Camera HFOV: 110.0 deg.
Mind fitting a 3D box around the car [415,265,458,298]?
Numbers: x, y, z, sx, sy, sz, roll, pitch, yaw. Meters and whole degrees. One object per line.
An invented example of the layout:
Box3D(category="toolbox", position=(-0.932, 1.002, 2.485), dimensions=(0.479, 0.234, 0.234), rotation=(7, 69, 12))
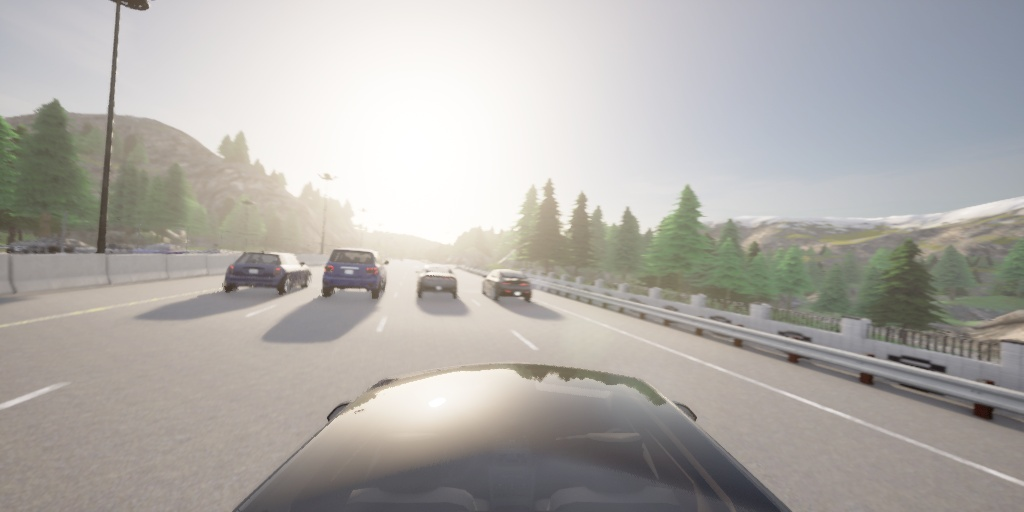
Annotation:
Box3D(category="car", position=(-3.821, 1.205, 18.068), dimensions=(2.128, 1.511, 4.902), rotation=(4, -1, -15))

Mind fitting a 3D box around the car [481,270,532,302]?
Box3D(category="car", position=(-0.361, 1.455, 18.644), dimensions=(1.837, 1.490, 4.892), rotation=(4, -1, -15))

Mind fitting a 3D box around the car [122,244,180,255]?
Box3D(category="car", position=(-28.751, -0.231, 29.507), dimensions=(1.882, 1.535, 5.008), rotation=(4, -1, -15))

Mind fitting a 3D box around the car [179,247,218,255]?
Box3D(category="car", position=(-25.477, 0.073, 30.771), dimensions=(2.033, 1.411, 5.357), rotation=(4, -1, -15))

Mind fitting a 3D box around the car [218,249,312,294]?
Box3D(category="car", position=(-10.419, 0.592, 15.749), dimensions=(2.097, 1.767, 4.553), rotation=(4, -1, -15))

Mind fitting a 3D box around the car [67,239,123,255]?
Box3D(category="car", position=(-32.213, -0.347, 28.910), dimensions=(1.895, 1.301, 4.718), rotation=(4, -1, -15))

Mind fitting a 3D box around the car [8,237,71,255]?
Box3D(category="car", position=(-35.506, -0.691, 27.731), dimensions=(2.128, 1.511, 4.902), rotation=(4, -1, -15))

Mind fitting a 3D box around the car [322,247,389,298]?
Box3D(category="car", position=(-6.962, 0.699, 16.376), dimensions=(2.150, 2.045, 5.566), rotation=(4, -1, -15))
